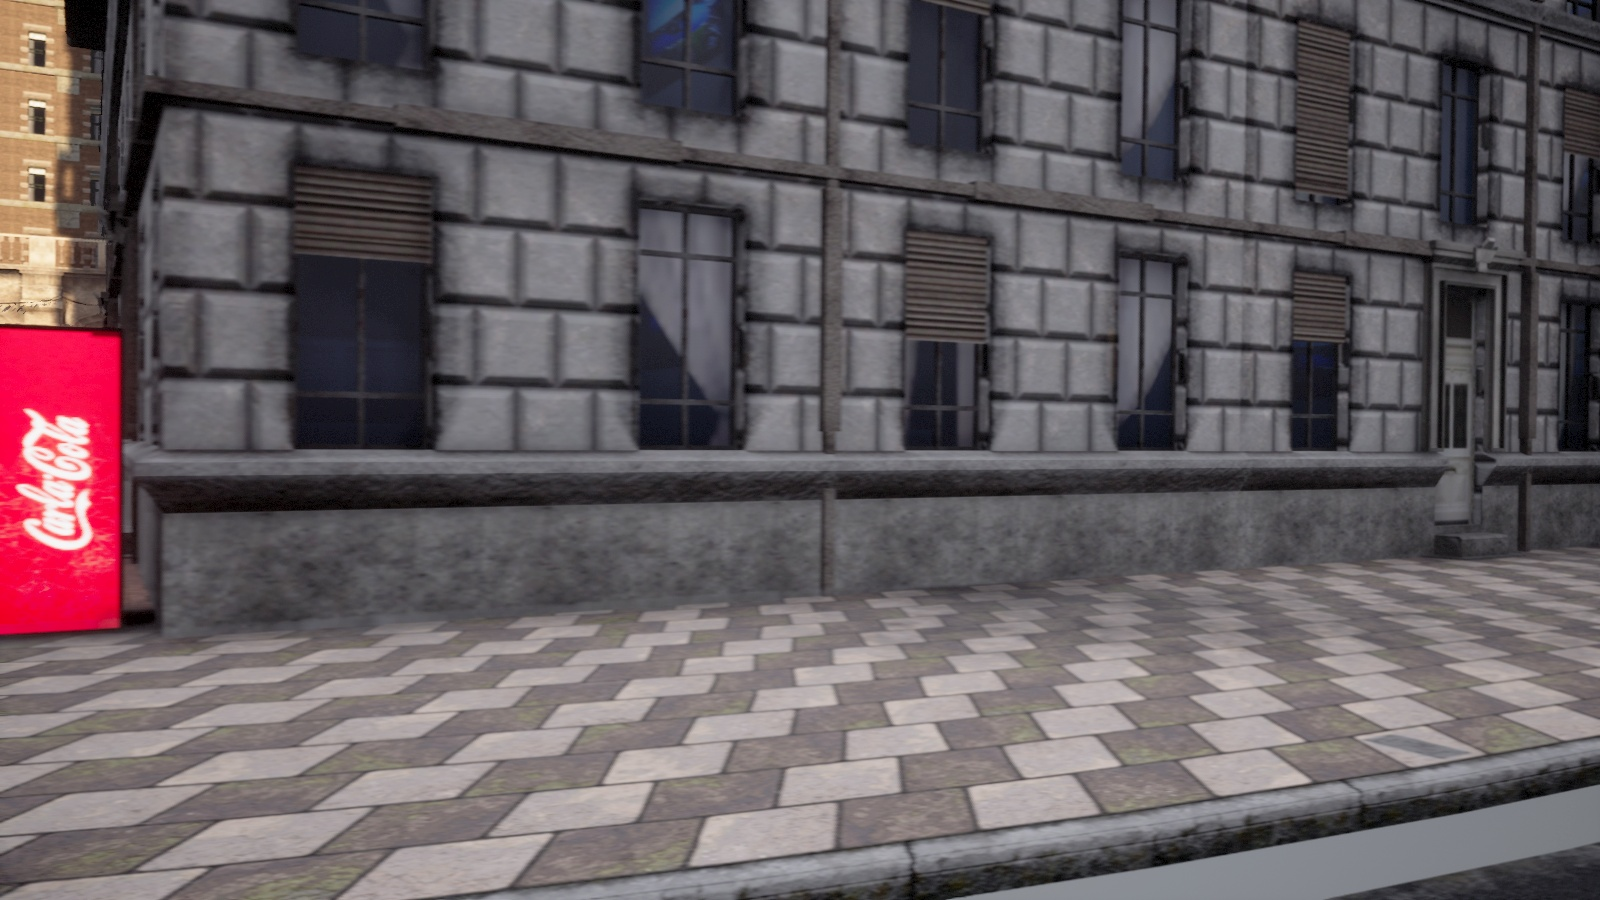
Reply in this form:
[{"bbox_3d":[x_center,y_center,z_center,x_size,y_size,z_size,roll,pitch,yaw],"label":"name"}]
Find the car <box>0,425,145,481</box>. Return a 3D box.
[{"bbox_3d":[-28.639,0.092,48.810,5.566,2.045,2.150,-1,1,-29],"label":"car"}]
